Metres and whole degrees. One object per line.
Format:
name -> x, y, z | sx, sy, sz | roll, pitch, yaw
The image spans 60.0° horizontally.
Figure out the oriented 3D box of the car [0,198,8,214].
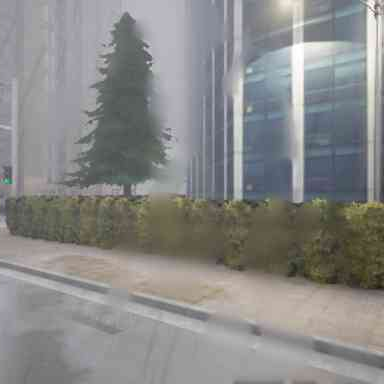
car -> -18.824, 1.352, 32.054 | 2.097, 1.767, 4.553 | 0, 0, 36
